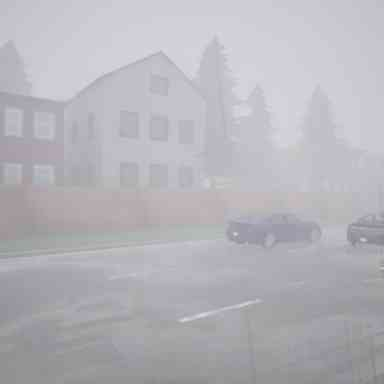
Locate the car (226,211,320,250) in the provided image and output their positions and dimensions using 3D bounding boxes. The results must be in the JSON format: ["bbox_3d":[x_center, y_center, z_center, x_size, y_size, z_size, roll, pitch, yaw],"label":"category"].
[{"bbox_3d":[3.792,1.593,15.079,5.008,1.535,1.882,1,0,-35],"label":"car"}]

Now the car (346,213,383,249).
[{"bbox_3d":[8.545,1.639,14.165,4.902,1.511,2.128,1,0,-35],"label":"car"}]
